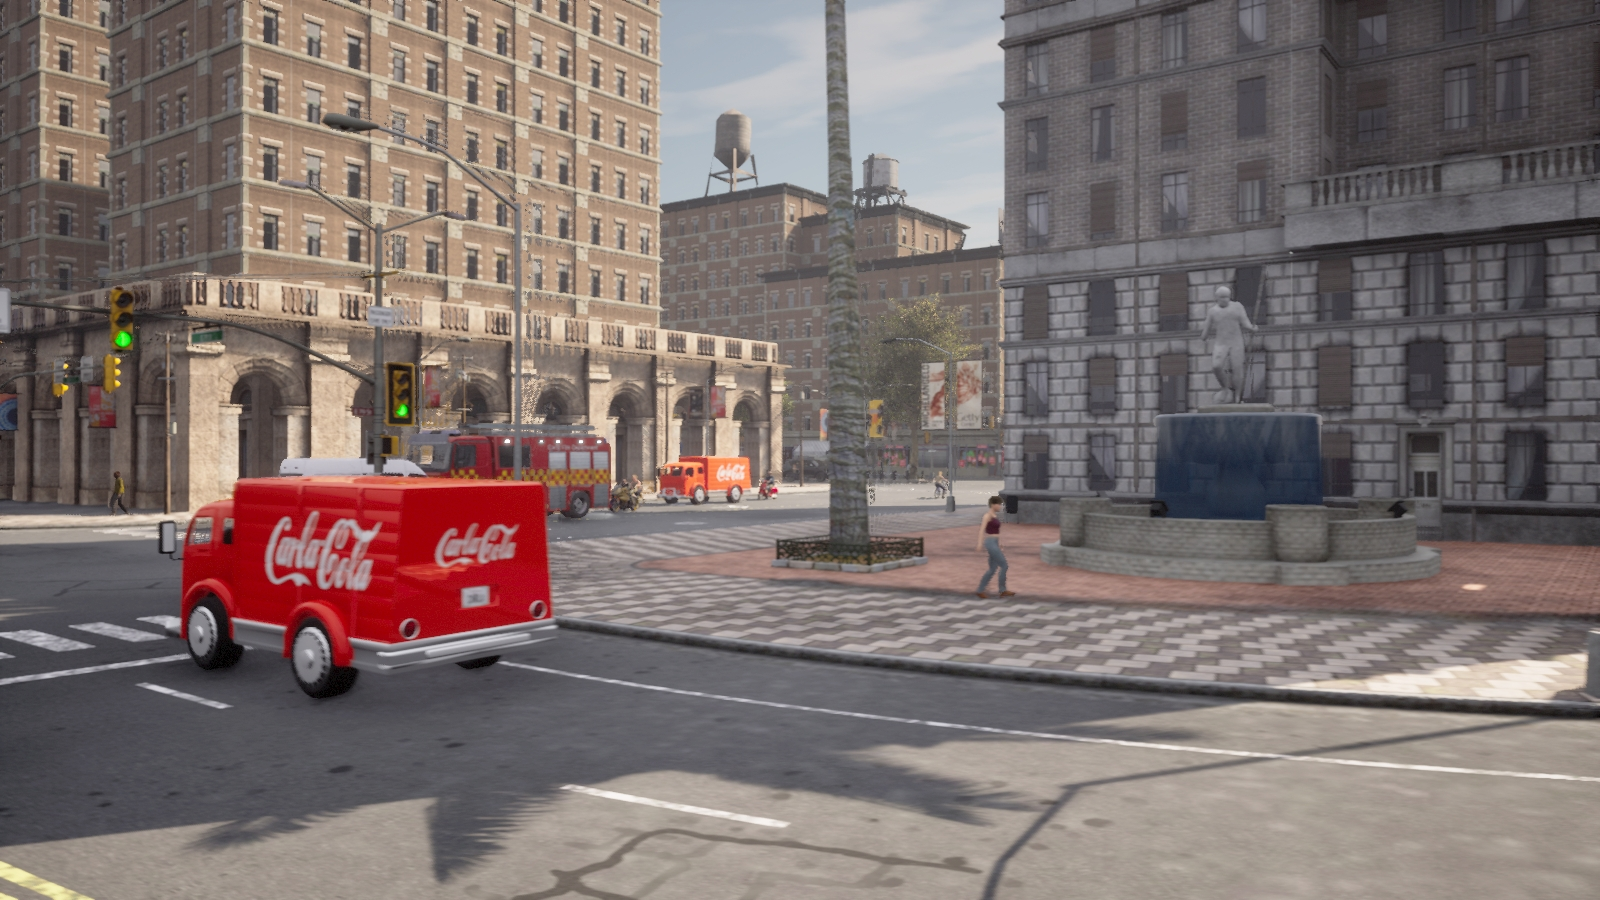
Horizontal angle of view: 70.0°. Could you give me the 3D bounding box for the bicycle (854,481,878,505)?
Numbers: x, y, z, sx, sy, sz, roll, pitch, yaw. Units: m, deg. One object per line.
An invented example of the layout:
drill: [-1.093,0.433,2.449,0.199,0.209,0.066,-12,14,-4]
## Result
bicycle: [3.469,2.231,59.986,0.329,1.171,1.835,0,0,37]

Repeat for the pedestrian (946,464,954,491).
pedestrian: [10.218,1.877,77.704,0.375,1.860,0.375,0,0,35]

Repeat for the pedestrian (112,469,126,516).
pedestrian: [-27.416,1.709,46.009,0.375,1.860,0.375,0,0,36]

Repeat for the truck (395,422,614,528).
truck: [-11.515,0.906,45.465,2.891,3.827,8.468,0,0,37]

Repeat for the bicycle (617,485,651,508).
bicycle: [-8.173,2.275,56.156,0.859,1.080,1.487,0,0,37]

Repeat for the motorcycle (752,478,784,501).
motorcycle: [-1.796,2.205,64.690,0.856,1.236,1.805,0,0,37]

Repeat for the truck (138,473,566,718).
truck: [-5.774,1.573,14.531,5.204,2.467,2.627,0,0,35]

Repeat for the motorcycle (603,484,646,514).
motorcycle: [-8.013,2.223,52.259,0.867,1.251,2.209,0,0,26]

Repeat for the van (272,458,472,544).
van: [-13.800,1.546,37.216,1.988,2.561,5.915,0,0,39]

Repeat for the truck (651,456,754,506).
truck: [-5.098,1.589,60.251,2.627,2.467,5.204,0,0,37]

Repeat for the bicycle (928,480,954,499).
bicycle: [8.199,2.280,66.429,0.859,1.080,1.487,0,0,37]

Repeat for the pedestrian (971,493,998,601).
pedestrian: [3.256,1.704,20.177,0.375,1.860,0.375,0,0,27]
